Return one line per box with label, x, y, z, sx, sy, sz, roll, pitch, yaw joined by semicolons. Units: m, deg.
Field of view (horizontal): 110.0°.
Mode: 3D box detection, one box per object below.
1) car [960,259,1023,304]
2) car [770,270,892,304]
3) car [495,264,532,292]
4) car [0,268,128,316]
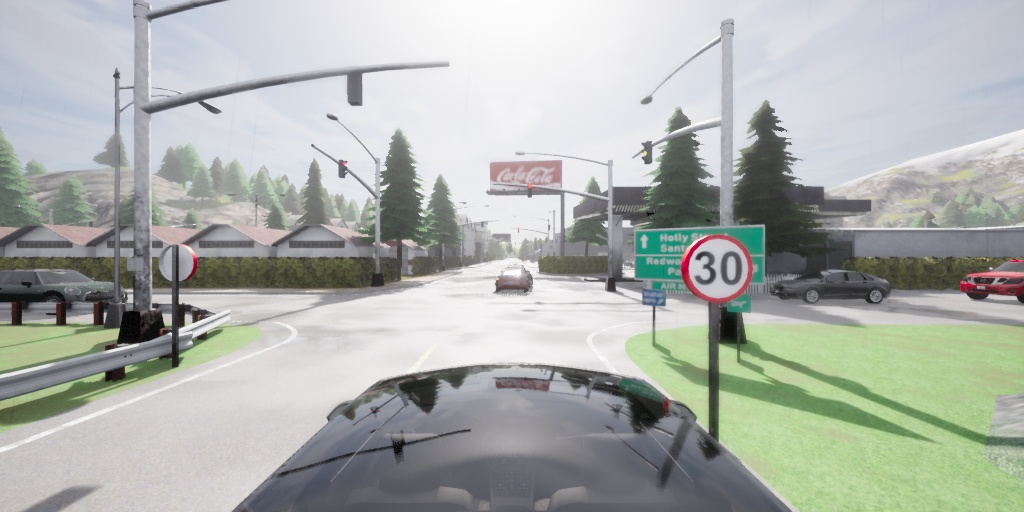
car;25.171;1.163;17.117;5.566;2.045;2.150;0;0;0
car;15.201;1.446;17.248;4.892;1.490;1.837;0;0;1
car;0.138;1.352;22.029;1.994;1.385;4.181;0;2;6
car;-17.997;1.294;13.990;4.553;1.767;2.097;0;0;1
